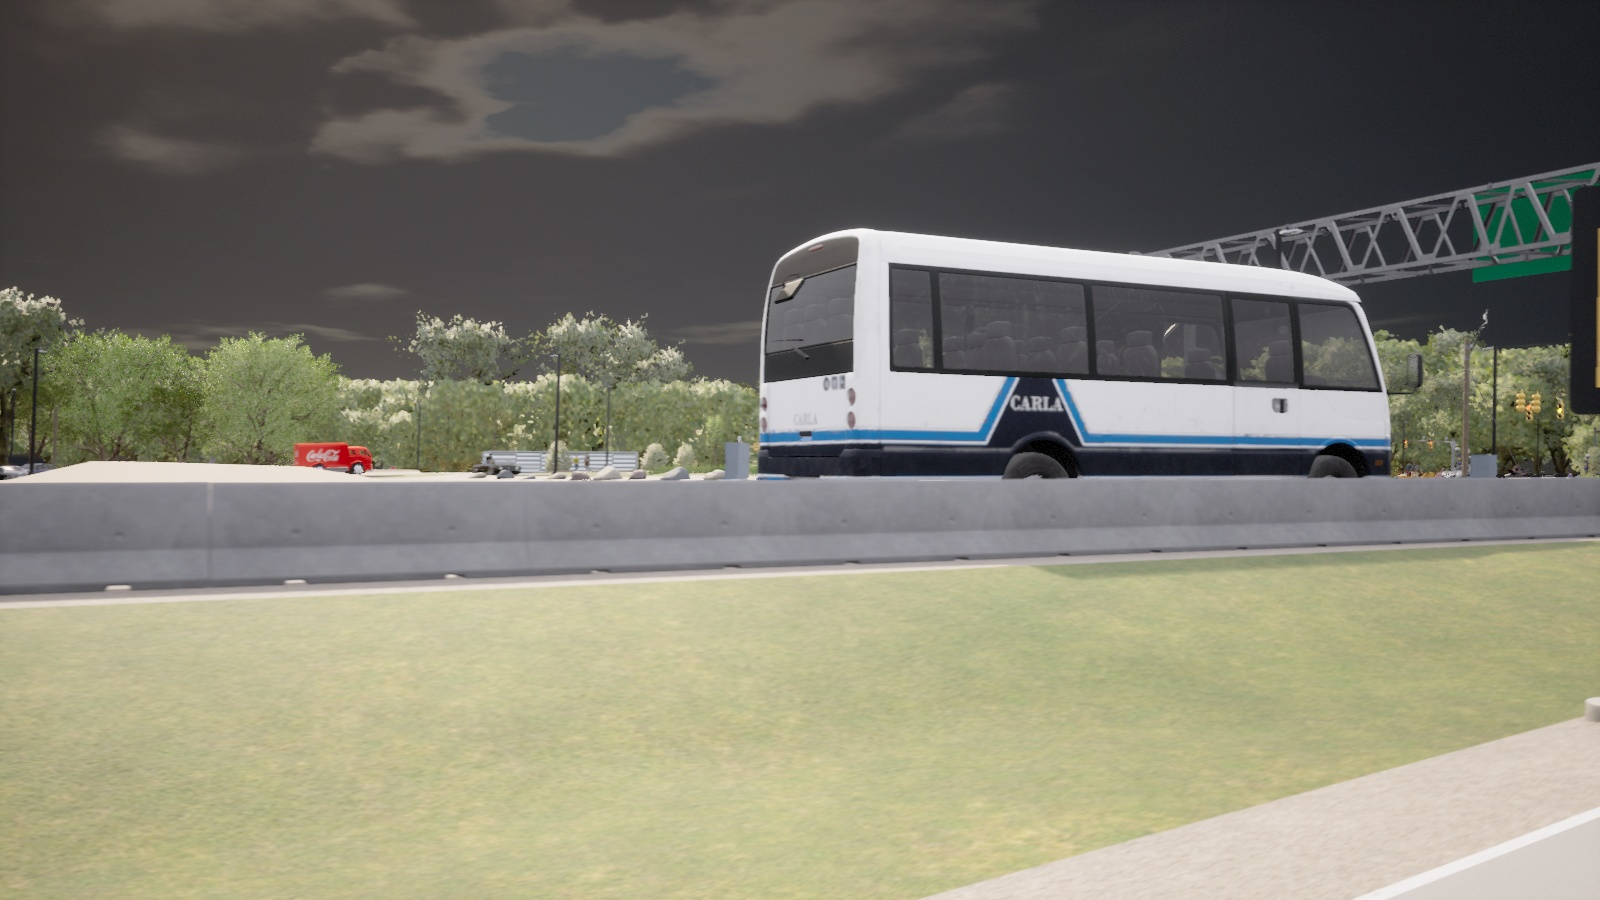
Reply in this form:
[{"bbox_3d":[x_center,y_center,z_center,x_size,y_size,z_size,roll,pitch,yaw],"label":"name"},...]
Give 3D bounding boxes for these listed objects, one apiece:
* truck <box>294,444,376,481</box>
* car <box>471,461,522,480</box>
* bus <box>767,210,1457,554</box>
[{"bbox_3d":[-33.739,0.863,91.122,5.204,2.467,2.627,-1,1,-31],"label":"truck"},{"bbox_3d":[-21.677,1.432,89.554,1.895,1.301,4.718,2,-2,-36],"label":"car"},{"bbox_3d":[4.983,-0.806,19.535,10.273,4.253,3.944,0,-1,-26],"label":"bus"}]
